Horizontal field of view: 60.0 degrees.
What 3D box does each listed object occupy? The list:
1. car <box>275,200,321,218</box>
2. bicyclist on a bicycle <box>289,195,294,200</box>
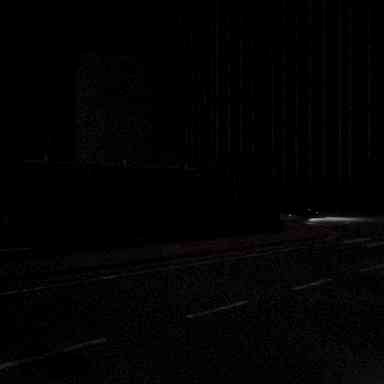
[{"bbox_3d":[9.282,1.470,30.132,1.812,1.442,4.674,0,0,-36],"label":"car"},{"bbox_3d":[13.417,1.245,44.950,1.656,1.620,0.582,0,0,-36],"label":"bicyclist on a bicycle"}]
